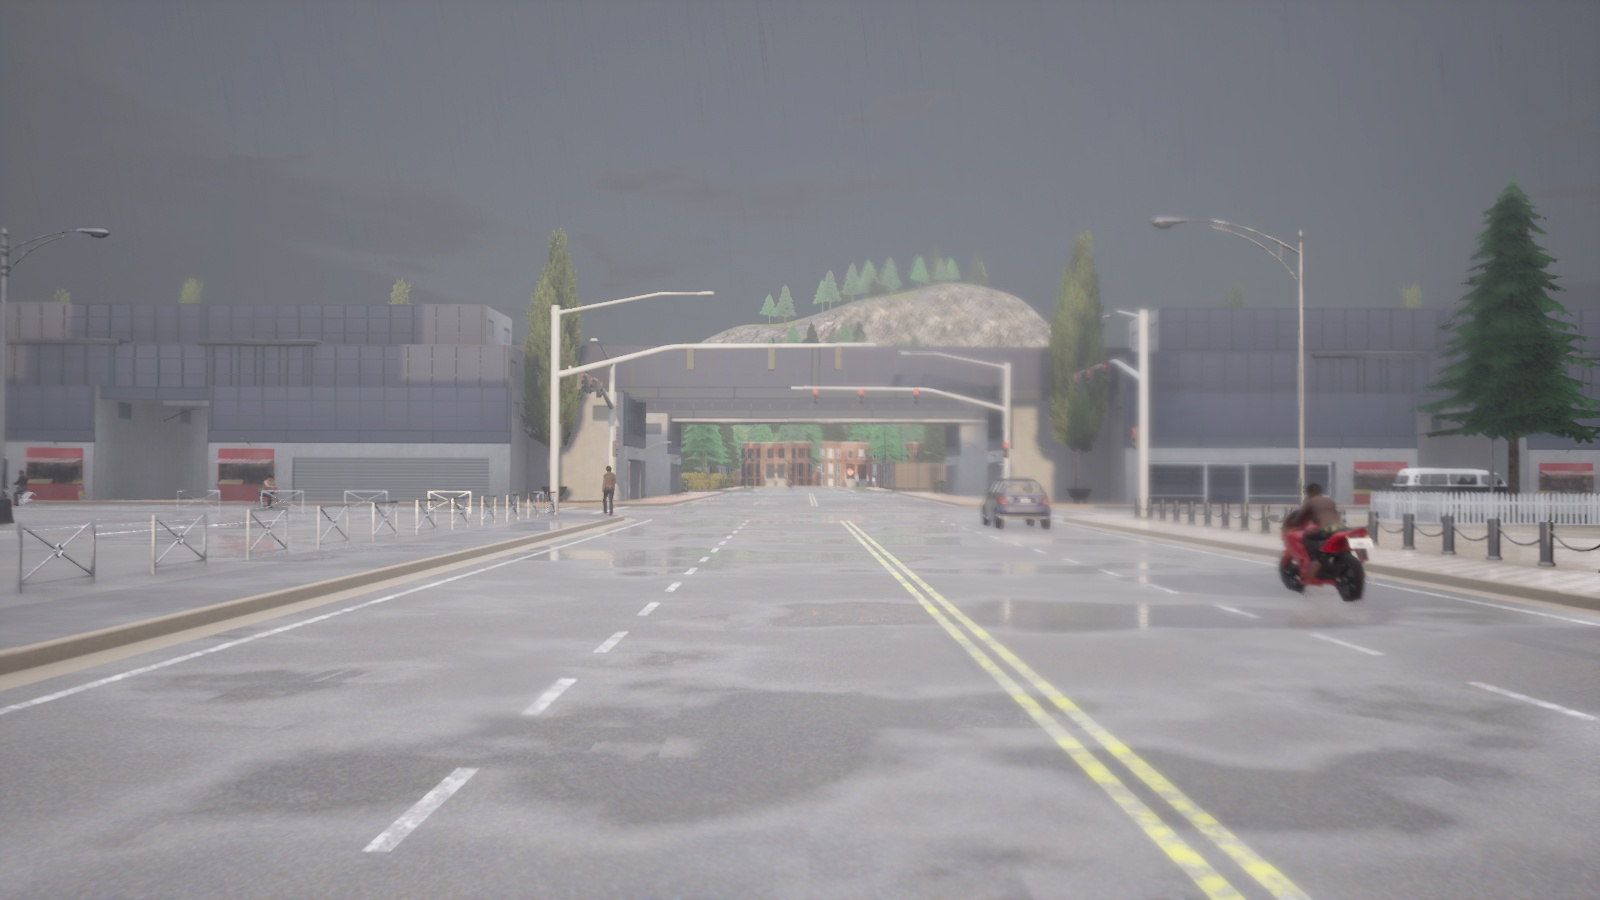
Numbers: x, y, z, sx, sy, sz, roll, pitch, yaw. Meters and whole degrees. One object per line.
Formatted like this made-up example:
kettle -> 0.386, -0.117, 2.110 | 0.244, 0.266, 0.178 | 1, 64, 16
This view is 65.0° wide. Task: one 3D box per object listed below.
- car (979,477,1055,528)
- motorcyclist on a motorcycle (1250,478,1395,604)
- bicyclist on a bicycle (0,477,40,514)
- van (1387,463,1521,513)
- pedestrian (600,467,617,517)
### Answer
car -> 6.899, 1.654, 40.269 | 1.789, 1.549, 3.705 | 0, -2, 0
motorcyclist on a motorcycle -> 6.812, 1.141, 16.505 | 0.797, 1.523, 2.044 | -2, -1, -7
bicyclist on a bicycle -> -37.337, 2.158, 59.846 | 1.843, 1.776, 0.659 | 0, -1, 2
van -> 27.296, 1.590, 52.505 | 4.480, 2.038, 2.069 | 0, -1, 0
pedestrian -> -6.961, 1.511, 45.586 | 0.328, 1.805, 0.869 | 0, -1, -29
